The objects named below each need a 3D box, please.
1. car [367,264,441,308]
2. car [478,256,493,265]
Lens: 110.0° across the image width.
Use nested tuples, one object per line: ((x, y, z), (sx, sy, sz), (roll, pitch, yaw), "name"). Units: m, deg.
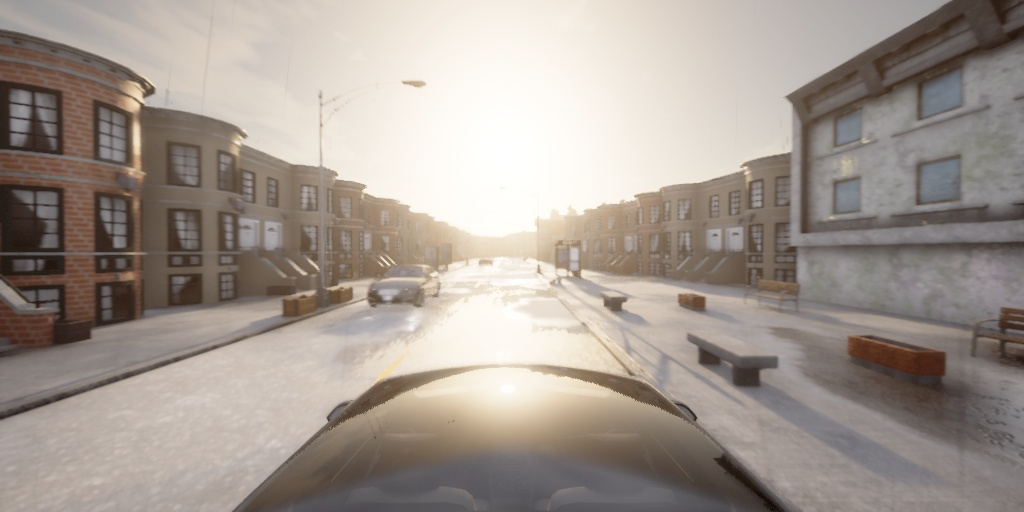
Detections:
((-4.087, 1.090, 14.282), (2.128, 1.511, 4.902), (0, 1, 0), "car")
((-3.984, 0.674, 55.059), (1.994, 1.385, 4.181), (0, 1, 1), "car")
